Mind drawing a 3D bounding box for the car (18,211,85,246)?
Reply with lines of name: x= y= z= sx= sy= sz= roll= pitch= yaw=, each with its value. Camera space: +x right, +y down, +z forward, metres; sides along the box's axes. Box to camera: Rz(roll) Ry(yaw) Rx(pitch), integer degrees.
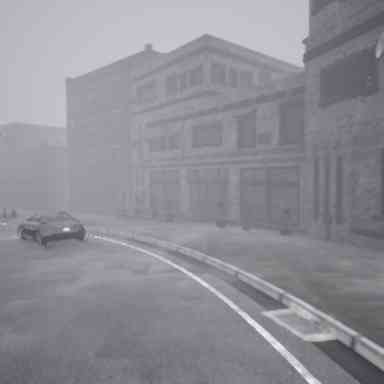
car: x=-6.815 y=1.624 z=15.934 sx=1.994 sy=1.385 sz=4.181 roll=-3 pitch=1 yaw=-42
